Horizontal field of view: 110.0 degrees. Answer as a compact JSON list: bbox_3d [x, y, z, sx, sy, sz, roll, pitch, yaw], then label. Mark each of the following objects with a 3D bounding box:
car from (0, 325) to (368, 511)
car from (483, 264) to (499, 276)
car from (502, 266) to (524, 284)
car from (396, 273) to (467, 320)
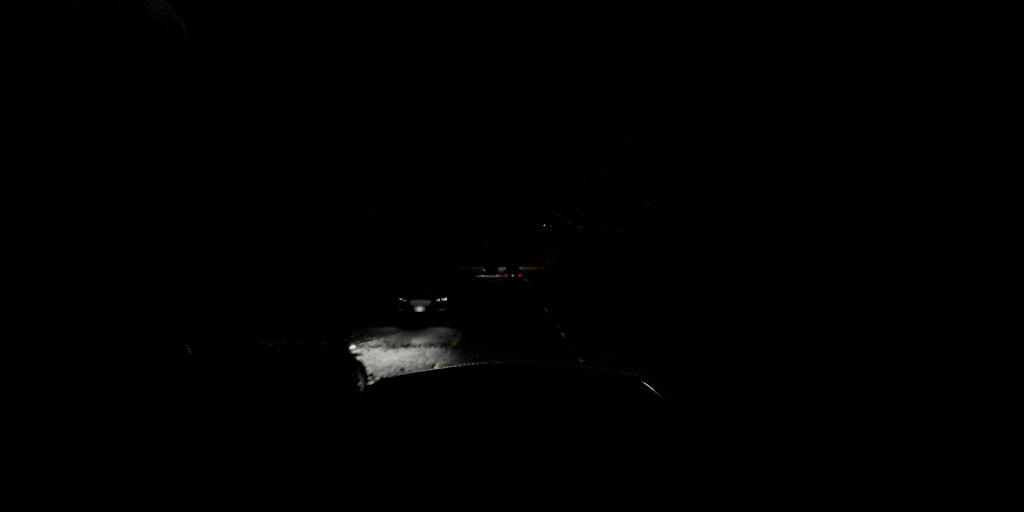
[{"bbox_3d":[-2.847,1.332,2.965,1.994,1.385,4.181,0,-1,0],"label":"car"},{"bbox_3d":[-2.867,1.889,49.426,1.837,1.490,4.892,0,-1,0],"label":"car"},{"bbox_3d":[0.081,1.708,32.113,2.033,1.411,5.357,0,-1,0],"label":"car"},{"bbox_3d":[-2.845,1.402,13.508,2.128,1.511,4.902,0,-1,0],"label":"car"}]
